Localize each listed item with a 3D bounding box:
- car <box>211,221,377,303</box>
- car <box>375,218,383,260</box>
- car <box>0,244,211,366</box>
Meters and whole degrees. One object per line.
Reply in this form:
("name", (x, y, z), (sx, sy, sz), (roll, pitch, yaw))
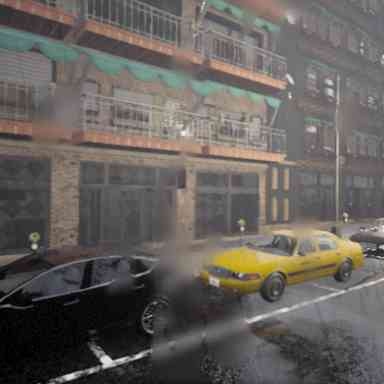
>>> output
("car", (2.432, 1.543, 8.281), (4.829, 1.417, 1.752), (0, 1, -36))
("car", (7.185, 1.584, 11.674), (4.403, 1.369, 2.008), (0, 1, -36))
("car", (-2.046, 1.569, 5.086), (4.313, 1.339, 1.947), (0, 1, -36))
